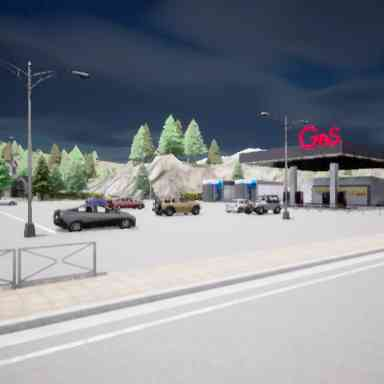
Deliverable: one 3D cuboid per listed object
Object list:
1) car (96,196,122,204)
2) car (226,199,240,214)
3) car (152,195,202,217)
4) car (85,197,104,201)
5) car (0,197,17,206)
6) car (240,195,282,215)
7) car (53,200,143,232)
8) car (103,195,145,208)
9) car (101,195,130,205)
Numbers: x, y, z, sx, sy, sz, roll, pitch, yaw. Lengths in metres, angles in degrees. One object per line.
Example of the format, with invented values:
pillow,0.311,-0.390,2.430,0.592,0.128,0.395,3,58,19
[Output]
car,-16.380,1.483,65.696,4.514,1.523,2.007,0,0,-36
car,5.502,1.508,35.372,3.806,1.475,1.970,0,0,-36
car,-1.365,1.243,30.399,4.605,1.855,1.932,0,0,-36
car,-13.839,1.463,49.079,3.633,1.501,1.845,0,0,-36
car,-29.761,1.525,52.416,3.806,1.475,1.970,0,0,-36
car,6.944,1.224,32.314,3.866,1.878,1.905,0,0,-36
car,-5.454,1.443,18.923,4.514,1.523,2.007,0,0,-36
car,-8.048,1.443,40.935,4.514,1.523,2.007,0,0,-36
car,-14.509,1.474,63.177,5.027,1.636,2.152,0,0,-36
